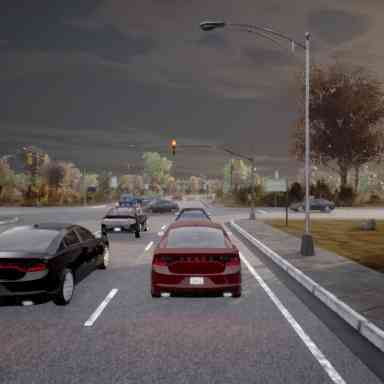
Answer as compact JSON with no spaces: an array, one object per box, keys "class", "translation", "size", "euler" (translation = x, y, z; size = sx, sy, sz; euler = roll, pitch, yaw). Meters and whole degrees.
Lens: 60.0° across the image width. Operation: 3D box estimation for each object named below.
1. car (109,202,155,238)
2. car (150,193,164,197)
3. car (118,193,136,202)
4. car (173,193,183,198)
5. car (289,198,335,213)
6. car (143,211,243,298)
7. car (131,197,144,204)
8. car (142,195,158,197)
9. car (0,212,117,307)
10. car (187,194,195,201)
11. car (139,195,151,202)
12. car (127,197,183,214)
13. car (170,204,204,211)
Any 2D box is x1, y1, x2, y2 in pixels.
[{"class":"car","translation":[-3.432,1.491,17.592],"size":[2.128,1.511,4.902],"euler":[0,0,-1]},{"class":"car","translation":[-7.192,1.221,64.515],"size":[2.150,2.045,5.566],"euler":[0,0,1]},{"class":"car","translation":[-10.681,1.221,55.821],"size":[2.150,2.045,5.566],"euler":[0,0,2]},{"class":"car","translation":[-3.697,1.217,85.409],"size":[2.150,2.045,5.566],"euler":[0,0,0]},{"class":"car","translation":[13.289,1.501,36.965],"size":[4.892,1.490,1.837],"euler":[-1,0,3]},{"class":"car","translation":[0.082,1.478,8.580],"size":[1.882,1.535,5.008],"euler":[0,0,0]},{"class":"car","translation":[-10.681,1.601,65.588],"size":[1.895,1.301,4.718],"euler":[0,0,0]},{"class":"car","translation":[-7.219,1.564,55.402],"size":[1.994,1.385,4.181],"euler":[0,0,-1]},{"class":"car","translation":[-3.416,1.478,8.106],"size":[1.882,1.535,5.008],"euler":[0,0,0]},{"class":"car","translation":[-0.198,1.348,85.774],"size":[2.097,1.767,4.553],"euler":[0,0,0]},{"class":"car","translation":[-10.679,1.500,75.869],"size":[1.837,1.490,4.892],"euler":[0,0,0]},{"class":"car","translation":[-3.484,1.506,32.298],"size":[1.837,1.490,4.892],"euler":[-1,-1,44]},{"class":"car","translation":[0.062,1.564,17.569],"size":[1.994,1.385,4.181],"euler":[0,0,0]}]
